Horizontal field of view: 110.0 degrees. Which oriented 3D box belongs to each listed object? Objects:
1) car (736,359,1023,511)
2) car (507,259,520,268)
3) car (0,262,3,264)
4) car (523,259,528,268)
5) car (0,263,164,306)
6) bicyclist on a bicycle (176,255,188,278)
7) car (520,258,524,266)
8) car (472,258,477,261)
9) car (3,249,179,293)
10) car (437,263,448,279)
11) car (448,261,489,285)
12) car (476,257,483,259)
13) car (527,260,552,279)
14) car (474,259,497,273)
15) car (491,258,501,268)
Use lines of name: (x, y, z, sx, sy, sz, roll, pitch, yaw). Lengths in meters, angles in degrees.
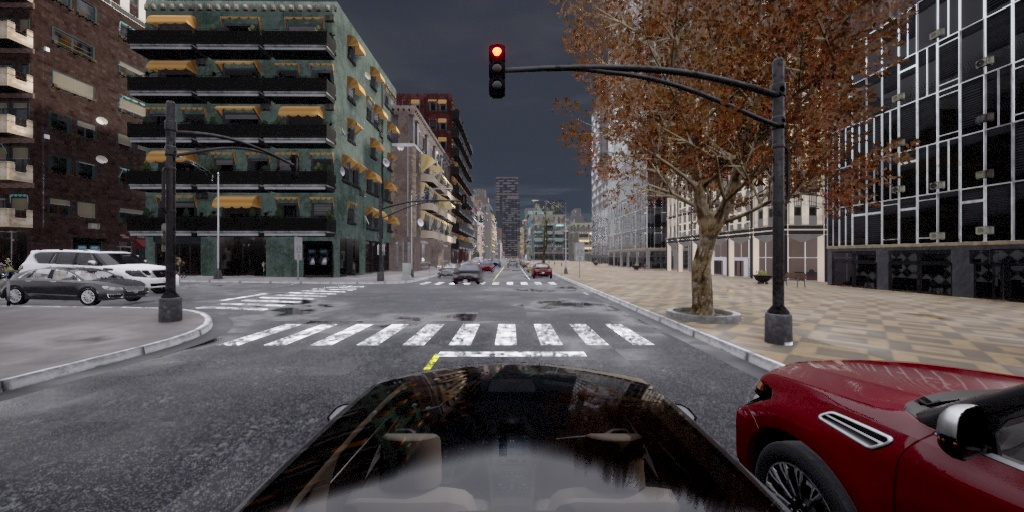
car: (2.692, 1.065, 0.590, 2.192, 1.841, 5.009, 0, 0, 0)
car: (0.087, 1.289, 64.453, 2.128, 1.511, 4.902, 0, 0, 0)
car: (-30.396, 0.918, 19.205, 4.181, 1.385, 1.994, 1, 0, -1)
car: (2.682, 1.298, 44.213, 1.751, 1.417, 4.829, 0, 0, 0)
car: (-16.437, 1.092, 13.558, 4.403, 1.370, 2.007, 0, 0, -1)
bicyclist on a bicycle: (-23.173, 0.761, 24.817, 0.582, 1.620, 1.656, 1, 0, -1)
car: (2.679, 1.375, 60.640, 1.802, 1.307, 4.207, 0, 0, 0)
car: (-5.698, 1.323, 44.041, 2.007, 1.370, 4.403, 0, 0, 0)
car: (-18.430, 0.738, 16.126, 5.566, 2.045, 2.150, 1, 0, -1)
car: (-5.696, 1.312, 32.976, 2.007, 1.370, 4.403, 0, 0, 0)
car: (-3.106, 1.305, 26.514, 2.033, 1.411, 5.357, 0, 0, 0)
car: (-5.700, 1.226, 55.106, 1.967, 1.591, 4.097, 0, 0, 0)
car: (2.685, 1.307, 32.977, 1.888, 1.381, 4.507, 0, 0, 0)
car: (-3.109, 1.372, 42.905, 1.895, 1.301, 4.718, 0, 0, 0)
car: (-3.059, 1.149, 63.982, 2.097, 1.767, 4.553, 0, 0, 0)
